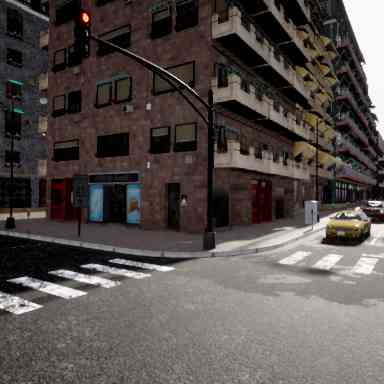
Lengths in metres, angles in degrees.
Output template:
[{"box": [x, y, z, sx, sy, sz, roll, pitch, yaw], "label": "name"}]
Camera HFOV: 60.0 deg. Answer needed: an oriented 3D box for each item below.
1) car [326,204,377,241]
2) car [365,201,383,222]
[{"box": [8.021, 1.535, 16.899, 1.752, 1.417, 4.829, 1, 1, 34], "label": "car"}, {"box": [14.405, 1.457, 26.411, 1.967, 1.590, 4.097, 1, 1, 34], "label": "car"}]
